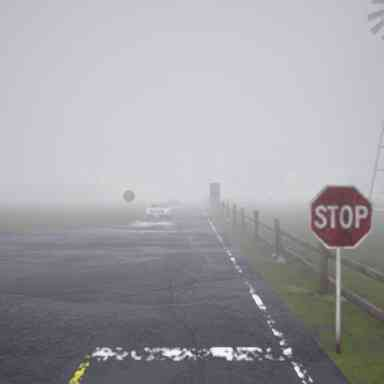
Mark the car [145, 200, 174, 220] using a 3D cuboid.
[{"bbox_3d":[-2.808,1.588,28.441,1.895,1.301,4.718,0,0,0],"label":"car"}]

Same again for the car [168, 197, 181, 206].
[{"bbox_3d":[-2.855,1.528,53.294,1.994,1.385,4.181,0,0,0],"label":"car"}]
